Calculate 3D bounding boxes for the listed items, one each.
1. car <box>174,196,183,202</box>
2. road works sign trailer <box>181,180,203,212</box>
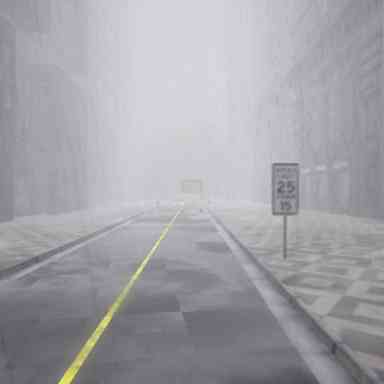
[{"bbox_3d":[-3.001,1.576,75.883,1.895,1.301,4.718,0,0,0],"label":"car"},{"bbox_3d":[0.004,0.482,37.687,2.380,3.560,2.880,0,0,0],"label":"road works sign trailer"}]
